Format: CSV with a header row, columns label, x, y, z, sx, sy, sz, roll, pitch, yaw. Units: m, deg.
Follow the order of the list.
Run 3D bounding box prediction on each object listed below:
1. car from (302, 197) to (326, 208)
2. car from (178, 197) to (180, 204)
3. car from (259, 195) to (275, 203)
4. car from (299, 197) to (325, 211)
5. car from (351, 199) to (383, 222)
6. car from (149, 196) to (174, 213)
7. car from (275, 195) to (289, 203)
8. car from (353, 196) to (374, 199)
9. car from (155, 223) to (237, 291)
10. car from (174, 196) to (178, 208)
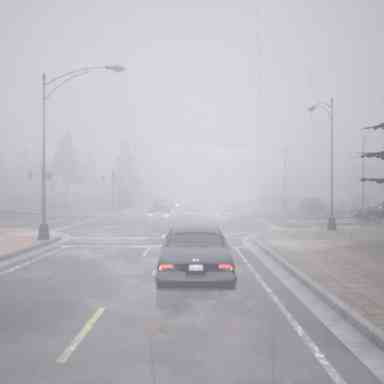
label,x,y,z,sx,sy,sz,roll,pitch,yaw
car,17.063,1.459,46.770,1.970,1.475,3.806,0,0,0
car,-3.434,1.599,67.181,2.128,1.511,4.902,0,0,0
car,14.278,1.443,65.415,2.007,1.523,4.514,0,0,0
car,14.001,1.436,39.382,1.845,1.501,3.633,0,0,0
car,14.914,1.517,25.587,4.902,1.511,2.128,0,0,1
car,-3.552,1.411,37.606,2.097,1.767,4.553,0,0,0
car,17.416,1.434,65.433,2.152,1.636,5.027,0,0,0
car,29.176,1.412,57.629,1.845,1.501,3.633,0,0,0
car,0.082,1.562,9.160,2.033,1.411,5.357,0,0,0
car,-3.536,1.554,48.172,1.882,1.535,5.008,0,0,0
